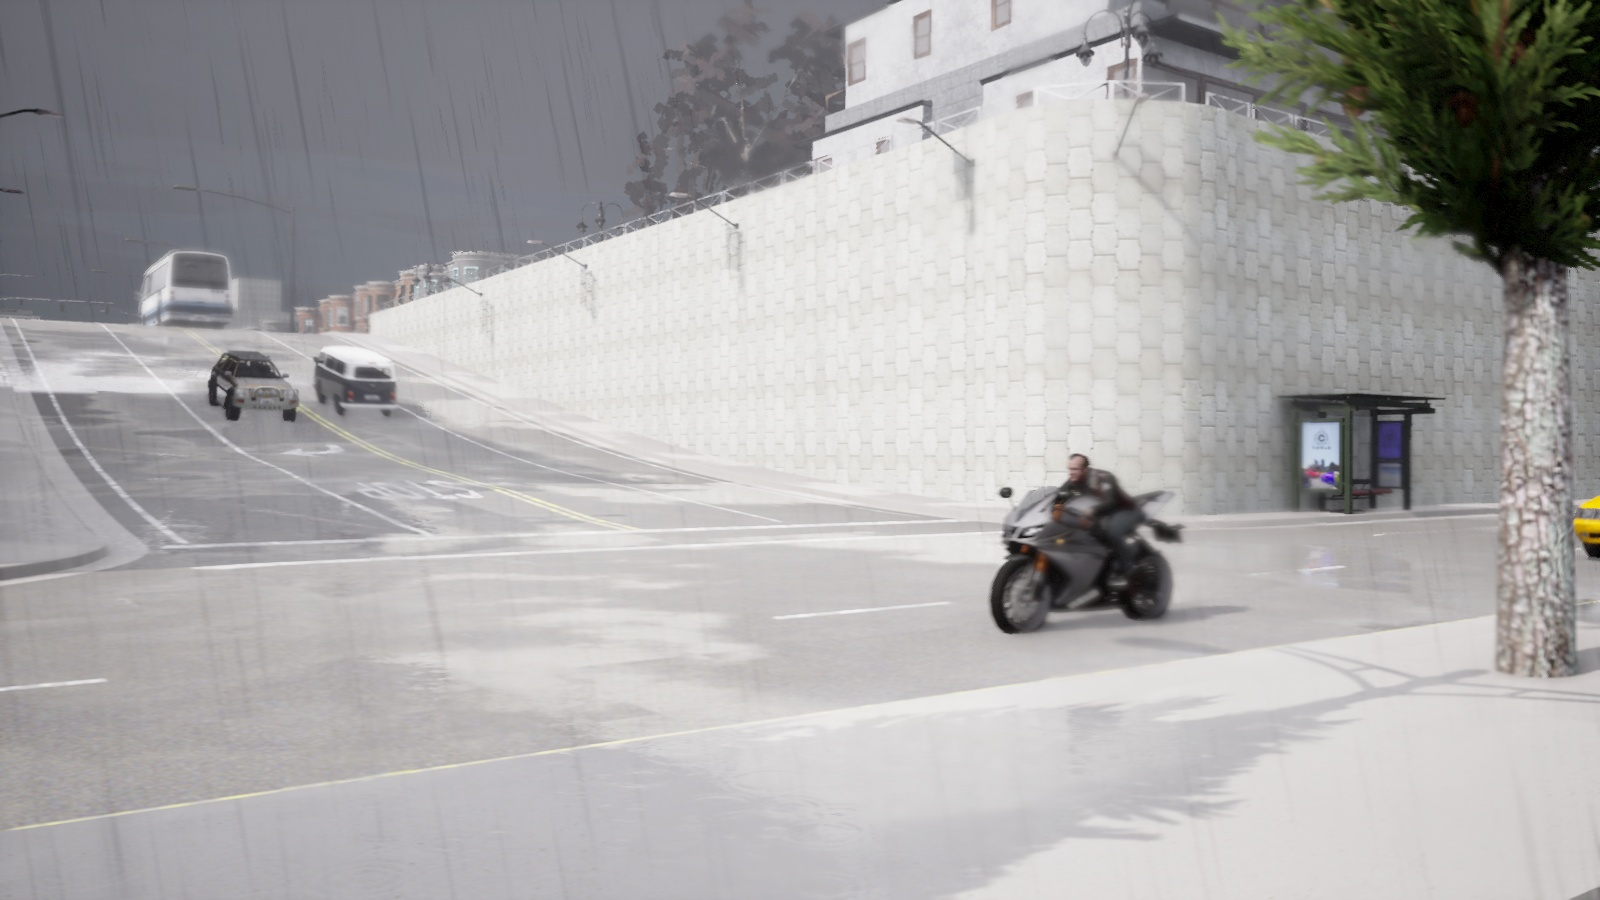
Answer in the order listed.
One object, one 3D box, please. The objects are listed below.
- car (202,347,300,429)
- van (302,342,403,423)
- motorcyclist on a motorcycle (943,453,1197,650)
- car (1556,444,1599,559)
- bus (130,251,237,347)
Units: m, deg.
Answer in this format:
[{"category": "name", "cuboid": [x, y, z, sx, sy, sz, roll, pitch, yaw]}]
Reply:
[{"category": "car", "cuboid": [-17.309, -1.983, 39.443, 1.932, 1.855, 4.605, 0, 11, -35]}, {"category": "van", "cuboid": [-15.257, -2.341, 42.630, 2.069, 2.038, 4.480, 0, 11, -35]}, {"category": "motorcyclist on a motorcycle", "cuboid": [2.343, 0.796, 10.771, 2.191, 1.530, 0.866, 0, 0, -35]}, {"category": "car", "cuboid": [13.320, 0.701, 18.413, 5.366, 1.575, 1.801, 0, 0, -35]}, {"category": "bus", "cuboid": [-35.125, -8.354, 71.311, 3.944, 4.253, 10.273, 0, 1, -35]}]
